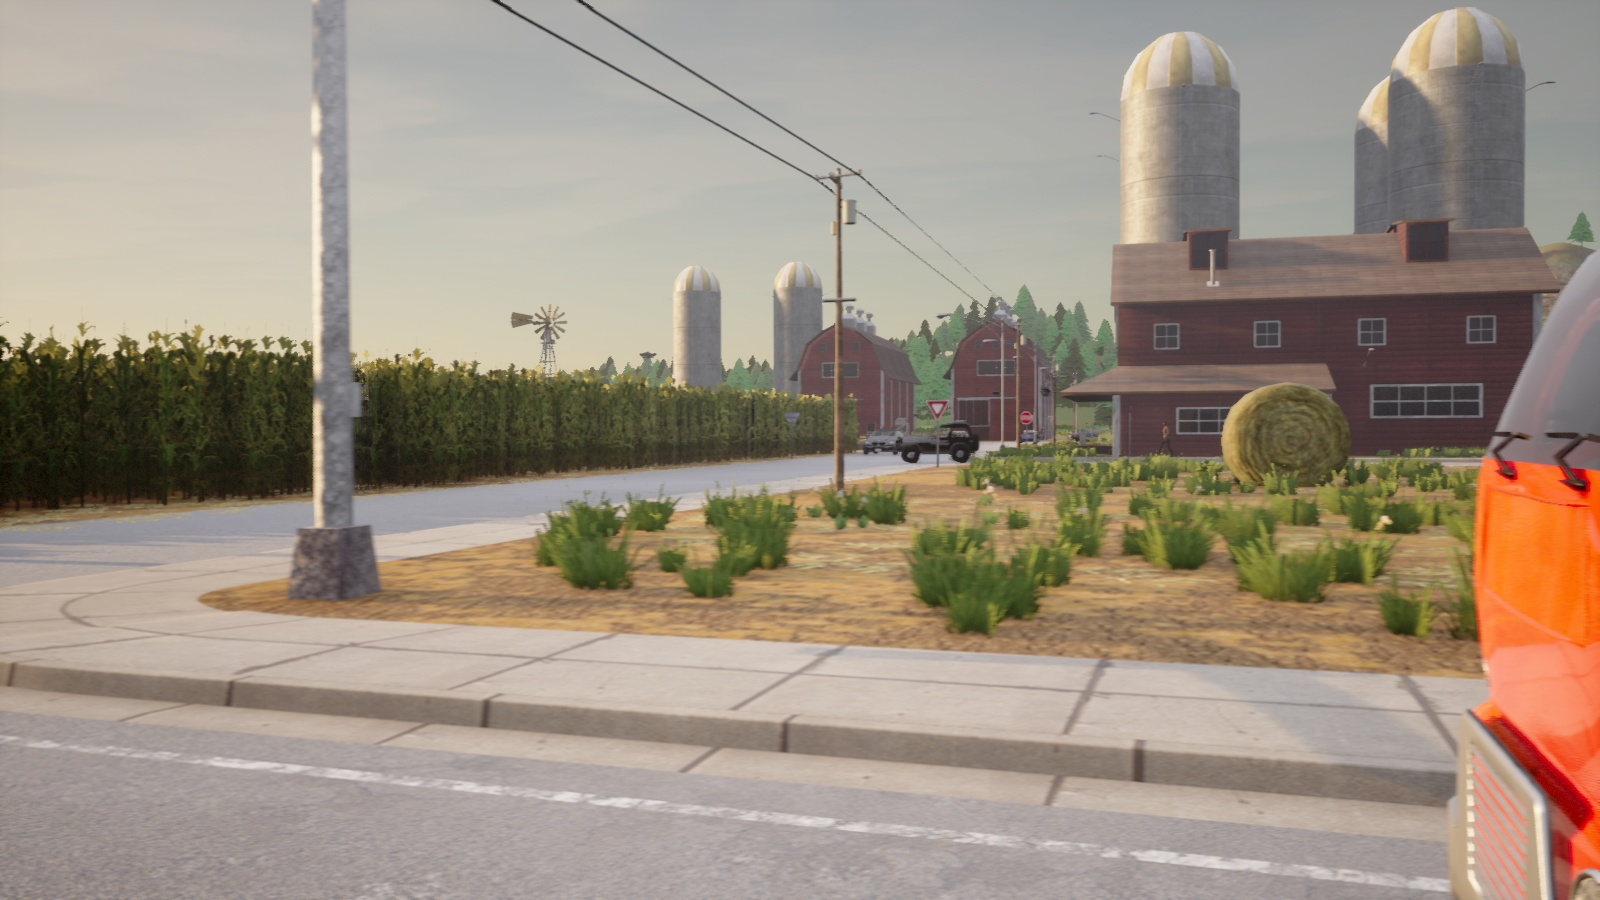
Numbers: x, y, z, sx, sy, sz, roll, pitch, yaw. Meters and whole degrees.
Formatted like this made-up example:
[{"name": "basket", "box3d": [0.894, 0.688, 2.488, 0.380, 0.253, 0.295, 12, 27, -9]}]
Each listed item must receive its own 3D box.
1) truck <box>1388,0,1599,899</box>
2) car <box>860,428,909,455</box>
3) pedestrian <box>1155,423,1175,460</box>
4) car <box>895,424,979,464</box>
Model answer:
[{"name": "truck", "box3d": [3.911, 0.324, 1.878, 5.204, 2.467, 2.627, 1, 1, 19]}, {"name": "car", "box3d": [5.491, -0.569, 80.882, 2.242, 1.667, 4.611, 0, 1, 16]}, {"name": "pedestrian", "box3d": [17.844, -0.420, 61.415, 0.869, 1.805, 0.328, 0, 1, -7]}, {"name": "car", "box3d": [6.472, -0.287, 59.283, 3.866, 1.878, 1.905, 0, 1, 6]}]
